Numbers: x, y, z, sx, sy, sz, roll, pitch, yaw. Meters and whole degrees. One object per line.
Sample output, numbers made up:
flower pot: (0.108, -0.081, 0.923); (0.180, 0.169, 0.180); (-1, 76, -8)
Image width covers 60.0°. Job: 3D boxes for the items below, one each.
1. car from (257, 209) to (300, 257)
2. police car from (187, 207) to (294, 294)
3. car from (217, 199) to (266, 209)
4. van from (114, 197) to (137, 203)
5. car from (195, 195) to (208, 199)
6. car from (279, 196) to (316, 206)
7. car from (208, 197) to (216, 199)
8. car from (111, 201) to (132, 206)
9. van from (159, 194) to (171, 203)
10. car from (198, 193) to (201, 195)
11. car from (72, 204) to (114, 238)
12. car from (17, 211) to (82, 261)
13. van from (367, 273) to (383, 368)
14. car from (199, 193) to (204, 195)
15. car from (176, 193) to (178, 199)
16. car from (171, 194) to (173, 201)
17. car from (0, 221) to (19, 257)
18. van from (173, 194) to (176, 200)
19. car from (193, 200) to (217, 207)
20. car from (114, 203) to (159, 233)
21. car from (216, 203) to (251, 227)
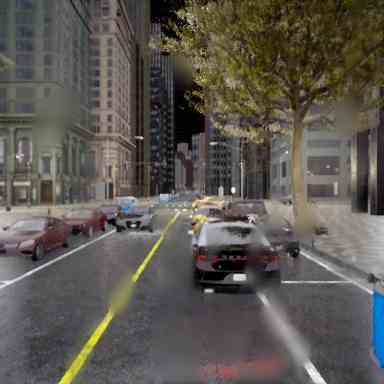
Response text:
car: (2.780, 1.544, 12.663); (2.008, 1.369, 4.403); (0, 0, 0)
police car: (0.914, 1.420, 8.914); (1.930, 1.638, 5.238); (0, 0, 0)
car: (2.788, 1.306, 17.952); (2.192, 1.841, 5.009); (0, 0, 0)
van: (-5.721, 1.329, 28.436); (1.690, 1.788, 3.998); (0, 0, 0)
car: (2.398, 1.441, 43.431); (5.008, 1.535, 1.882); (-1, 1, -40)
car: (14.439, 1.215, 45.524); (4.902, 1.511, 2.128); (-1, 0, 1)
car: (2.819, 1.513, 33.991); (1.752, 1.417, 4.829); (0, 0, 0)
car: (-5.729, 1.555, 23.024); (1.947, 1.339, 4.313); (0, 0, 0)
van: (-5.677, 1.336, 66.421); (1.690, 1.788, 3.998); (0, 0, 0)
car: (2.896, 1.546, 77.440); (1.887, 1.381, 4.507); (0, 0, 0)
car: (-5.737, 1.535, 17.610); (1.887, 1.381, 4.507); (0, 0, 0)
car: (-5.745, 1.575, 12.197); (1.802, 1.307, 4.206); (0, 0, 0)
van: (2.763, 1.340, 2.085); (1.690, 1.788, 3.998); (0, 0, 0)
car: (2.888, 1.543, 71.915); (1.887, 1.381, 4.507); (0, 0, 0)
car: (-5.629, 1.596, 94.046); (1.802, 1.307, 4.206); (0, 0, 0)
car: (-5.666, 1.543, 71.946); (1.887, 1.381, 4.507); (0, 0, 0)
car: (-5.754, 1.546, 6.784); (2.008, 1.369, 4.403); (0, 0, 0)
van: (-5.648, 1.347, 82.996); (1.690, 1.788, 3.998); (0, 0, 0)
car: (0.930, 1.446, 18.994); (1.801, 1.575, 5.366); (0, 0, 0)
car: (-3.065, 1.554, 19.357); (1.994, 1.385, 4.181); (0, 0, 0)
car: (2.796, 1.534, 23.241); (1.887, 1.381, 4.507); (0, 0, 0)
